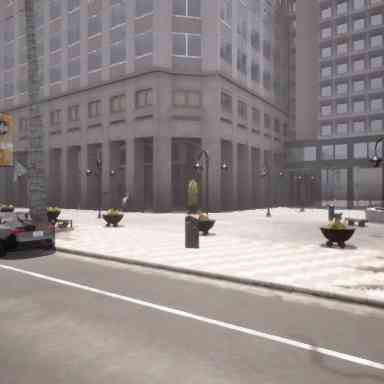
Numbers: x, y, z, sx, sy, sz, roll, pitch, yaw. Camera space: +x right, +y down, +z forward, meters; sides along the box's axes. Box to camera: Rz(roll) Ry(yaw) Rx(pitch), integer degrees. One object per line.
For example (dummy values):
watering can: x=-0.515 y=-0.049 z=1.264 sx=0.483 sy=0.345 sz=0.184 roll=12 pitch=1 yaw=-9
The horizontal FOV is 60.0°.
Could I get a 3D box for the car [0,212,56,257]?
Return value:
car: x=-7.290 y=1.511 z=12.932 sx=4.786 sy=1.482 sz=2.161 roll=0 pitch=0 yaw=35
